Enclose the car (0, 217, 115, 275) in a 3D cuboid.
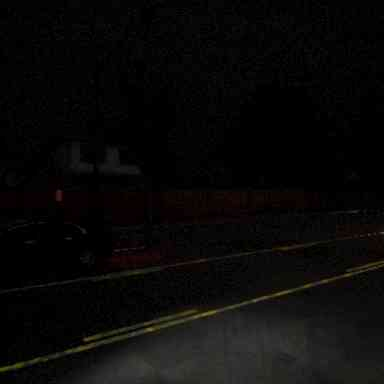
[{"bbox_3d":[-4.633,1.499,9.286,4.892,1.490,1.837,0,0,-36],"label":"car"}]
